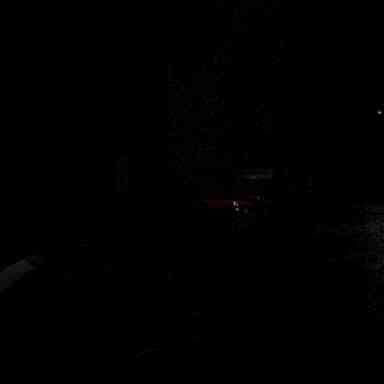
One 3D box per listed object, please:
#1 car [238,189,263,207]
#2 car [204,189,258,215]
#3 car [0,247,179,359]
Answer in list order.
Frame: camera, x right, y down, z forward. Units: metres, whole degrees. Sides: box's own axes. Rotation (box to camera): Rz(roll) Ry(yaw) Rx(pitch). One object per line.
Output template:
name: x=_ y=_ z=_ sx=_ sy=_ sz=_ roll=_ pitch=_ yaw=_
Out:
car: x=5.287 y=0.669 z=36.665 sx=2.150 sy=2.045 sz=5.566 roll=0 pitch=1 yaw=-36
car: x=3.036 y=0.910 z=28.507 sx=2.097 sy=1.767 sz=4.553 roll=0 pitch=1 yaw=-36
car: x=-2.178 y=1.573 z=5.093 sx=4.206 sy=1.307 sz=1.802 roll=-1 pitch=0 yaw=-35
